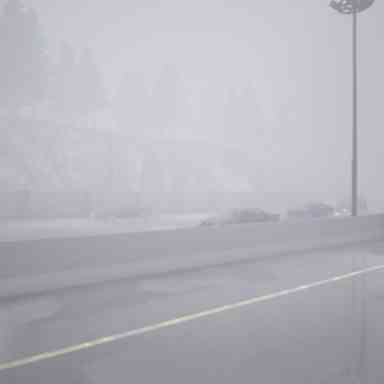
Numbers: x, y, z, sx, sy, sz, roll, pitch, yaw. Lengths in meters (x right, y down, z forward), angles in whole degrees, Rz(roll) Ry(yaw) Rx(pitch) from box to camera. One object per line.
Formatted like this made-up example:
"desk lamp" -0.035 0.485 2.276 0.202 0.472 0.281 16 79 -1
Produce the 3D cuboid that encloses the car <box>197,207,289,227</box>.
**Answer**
"car" 2.880 1.600 19.111 5.357 1.411 2.033 0 0 -37

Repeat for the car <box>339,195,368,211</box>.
"car" 20.310 1.376 42.107 5.566 2.045 2.150 0 0 -42

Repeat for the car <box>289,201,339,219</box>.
"car" 10.424 1.576 29.187 5.008 1.535 1.882 0 0 -37

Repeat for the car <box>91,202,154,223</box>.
"car" -5.382 1.537 26.059 4.902 1.511 2.128 0 0 -37
